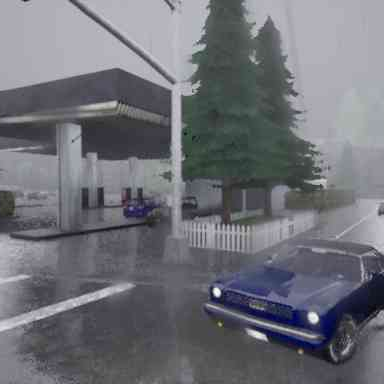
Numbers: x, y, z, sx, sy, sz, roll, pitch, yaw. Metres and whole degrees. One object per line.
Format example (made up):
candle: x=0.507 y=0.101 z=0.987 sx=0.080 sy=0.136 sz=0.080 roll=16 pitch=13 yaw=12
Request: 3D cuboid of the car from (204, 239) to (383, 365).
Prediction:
car: x=2.333 y=1.603 z=6.013 sx=1.895 sy=1.301 sz=4.718 roll=1 pitch=-1 yaw=42

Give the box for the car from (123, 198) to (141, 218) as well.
car: x=-3.468 y=1.288 z=27.329 sx=2.242 sy=1.667 sz=4.611 roll=0 pitch=1 yaw=32

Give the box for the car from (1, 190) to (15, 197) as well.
car: x=-42.865 y=0.441 z=75.794 sx=3.866 sy=1.878 sz=1.905 roll=0 pitch=1 yaw=32

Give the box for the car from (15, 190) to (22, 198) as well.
car: x=-41.654 y=0.428 z=78.467 sx=4.605 sy=1.855 sz=1.932 roll=0 pitch=1 yaw=32

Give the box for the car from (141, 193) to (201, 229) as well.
car: x=-1.018 y=1.190 z=20.629 sx=1.905 sy=1.878 sz=3.866 roll=0 pitch=1 yaw=32

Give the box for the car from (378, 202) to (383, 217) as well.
car: x=16.699 y=1.306 z=27.640 sx=1.994 sy=1.385 sz=4.181 roll=0 pitch=1 yaw=33

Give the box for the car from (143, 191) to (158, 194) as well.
car: x=-11.231 y=0.593 z=77.443 sx=5.027 sy=1.636 sz=2.152 roll=0 pitch=1 yaw=32

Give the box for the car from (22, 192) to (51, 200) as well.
car: x=-29.460 y=0.770 z=63.154 sx=4.514 sy=1.523 sz=2.007 roll=0 pitch=1 yaw=32
